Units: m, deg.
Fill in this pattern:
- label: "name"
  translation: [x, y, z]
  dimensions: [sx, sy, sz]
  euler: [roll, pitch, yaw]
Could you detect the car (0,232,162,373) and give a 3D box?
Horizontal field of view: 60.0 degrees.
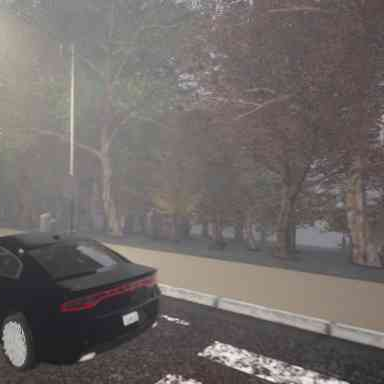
- label: "car"
  translation: [-2.791, 1.439, 5.676]
  dimensions: [5.008, 1.535, 1.882]
  euler: [1, 0, 36]
